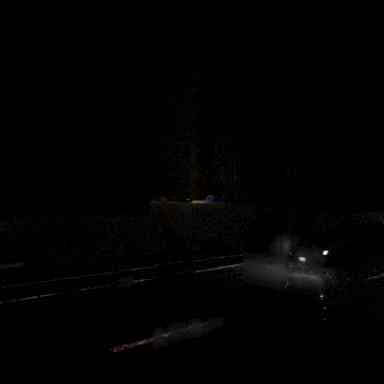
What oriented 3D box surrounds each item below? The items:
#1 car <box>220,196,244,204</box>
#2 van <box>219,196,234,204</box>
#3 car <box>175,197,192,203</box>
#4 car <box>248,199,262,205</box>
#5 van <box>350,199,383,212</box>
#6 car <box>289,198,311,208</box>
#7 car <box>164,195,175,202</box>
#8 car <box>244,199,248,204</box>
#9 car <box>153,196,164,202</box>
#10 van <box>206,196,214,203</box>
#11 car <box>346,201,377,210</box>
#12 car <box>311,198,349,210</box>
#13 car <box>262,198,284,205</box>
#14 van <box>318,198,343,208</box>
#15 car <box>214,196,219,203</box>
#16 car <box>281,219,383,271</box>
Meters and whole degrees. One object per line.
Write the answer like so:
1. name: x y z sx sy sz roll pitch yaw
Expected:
1. car: 8.704 1.691 73.449 1.994 1.385 4.181 1 -1 -36
2. van: 8.606 1.946 83.495 1.690 1.788 3.998 1 -1 -36
3. car: -1.631 2.036 83.157 2.008 1.369 4.403 1 -1 -36
4. car: 15.203 2.186 74.252 1.802 1.307 4.206 1 -1 -36
5. van: 24.769 1.836 46.198 1.690 1.788 3.998 1 -1 -36
6. car: 18.166 2.070 55.436 1.802 1.307 4.206 1 -1 -36
7. car: -4.929 1.926 87.778 1.967 1.590 4.097 1 -1 -36
8. car: 11.904 2.187 78.872 1.802 1.307 4.206 1 -1 -36
9. car: -8.131 2.012 92.259 1.752 1.417 4.829 1 -1 -36
10. van: 5.307 1.947 88.115 1.690 1.788 3.998 1 -1 -36
11. car: 28.402 2.193 55.772 1.802 1.307 4.206 1 -1 -36
12. car: 21.470 1.806 50.818 2.192 1.841 5.009 1 -1 -36
13. car: 16.954 1.905 67.053 1.812 1.442 4.674 1 -1 -36
14. van: 25.105 1.949 60.394 1.690 1.788 3.998 1 -1 -36
15. car: 8.236 1.921 79.260 2.033 1.411 5.357 1 -1 -36
16. car: 5.501 1.671 11.606 5.357 1.411 2.033 1 0 -36
